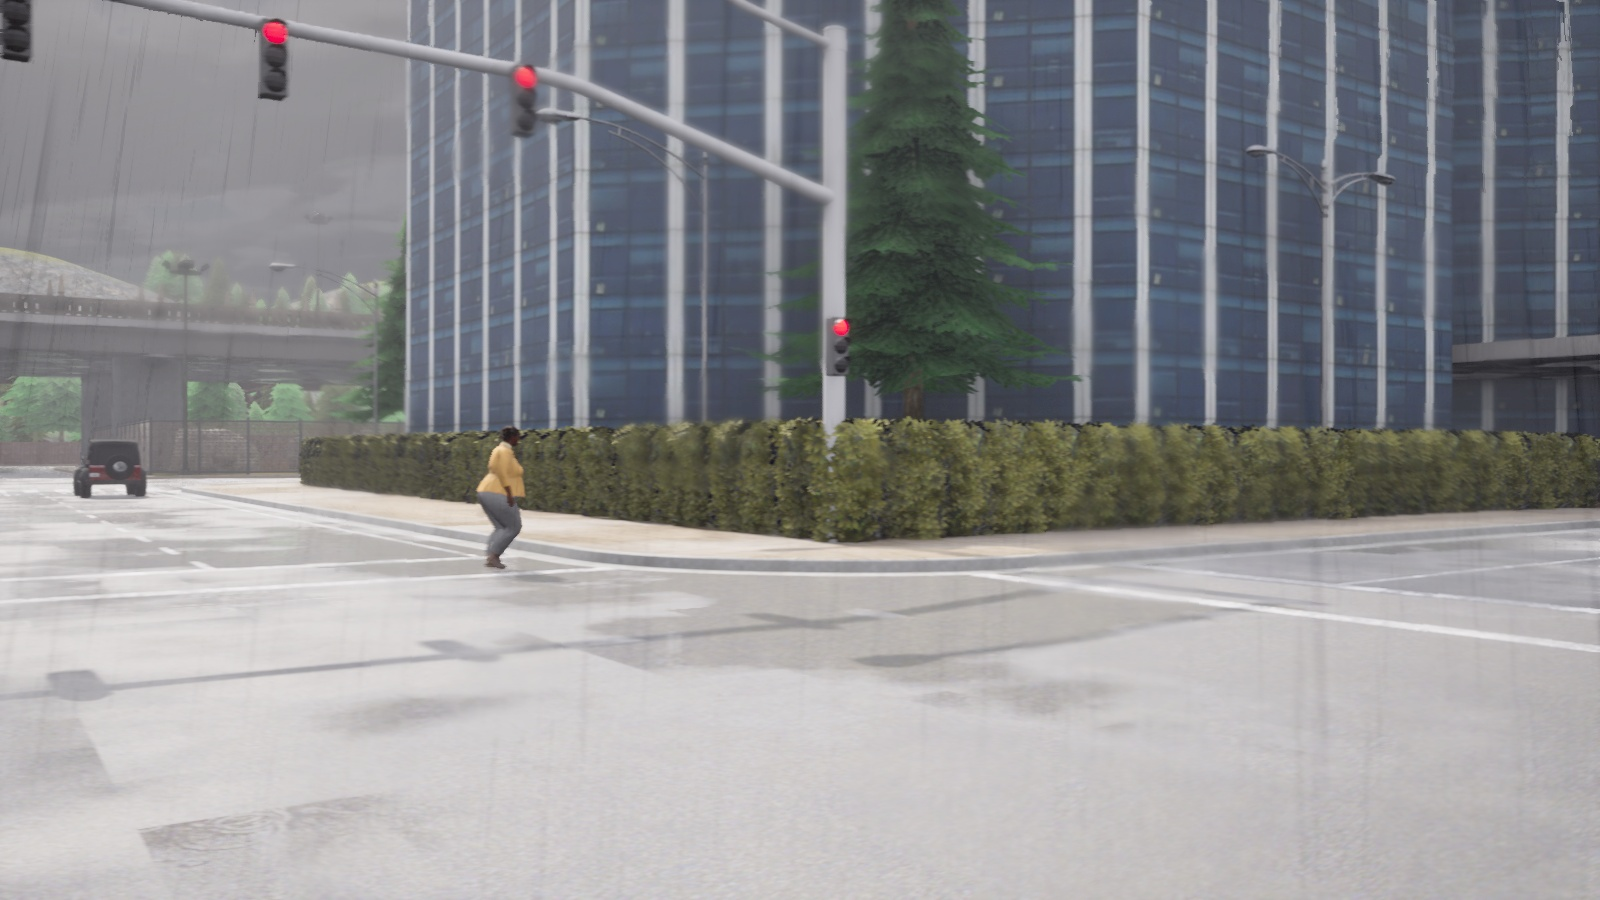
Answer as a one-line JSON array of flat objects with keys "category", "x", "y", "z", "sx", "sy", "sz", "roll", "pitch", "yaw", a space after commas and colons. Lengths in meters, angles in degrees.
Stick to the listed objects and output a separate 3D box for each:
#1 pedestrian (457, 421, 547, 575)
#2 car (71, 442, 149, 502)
[{"category": "pedestrian", "x": -3.745, "y": 0.584, "z": 15.747, "sx": 0.900, "sy": 1.855, "sz": 0.874, "roll": 0, "pitch": 0, "yaw": -29}, {"category": "car", "x": -22.981, "y": 0.692, "z": 41.749, "sx": 1.905, "sy": 1.878, "sz": 3.866, "roll": 0, "pitch": 0, "yaw": -34}]
